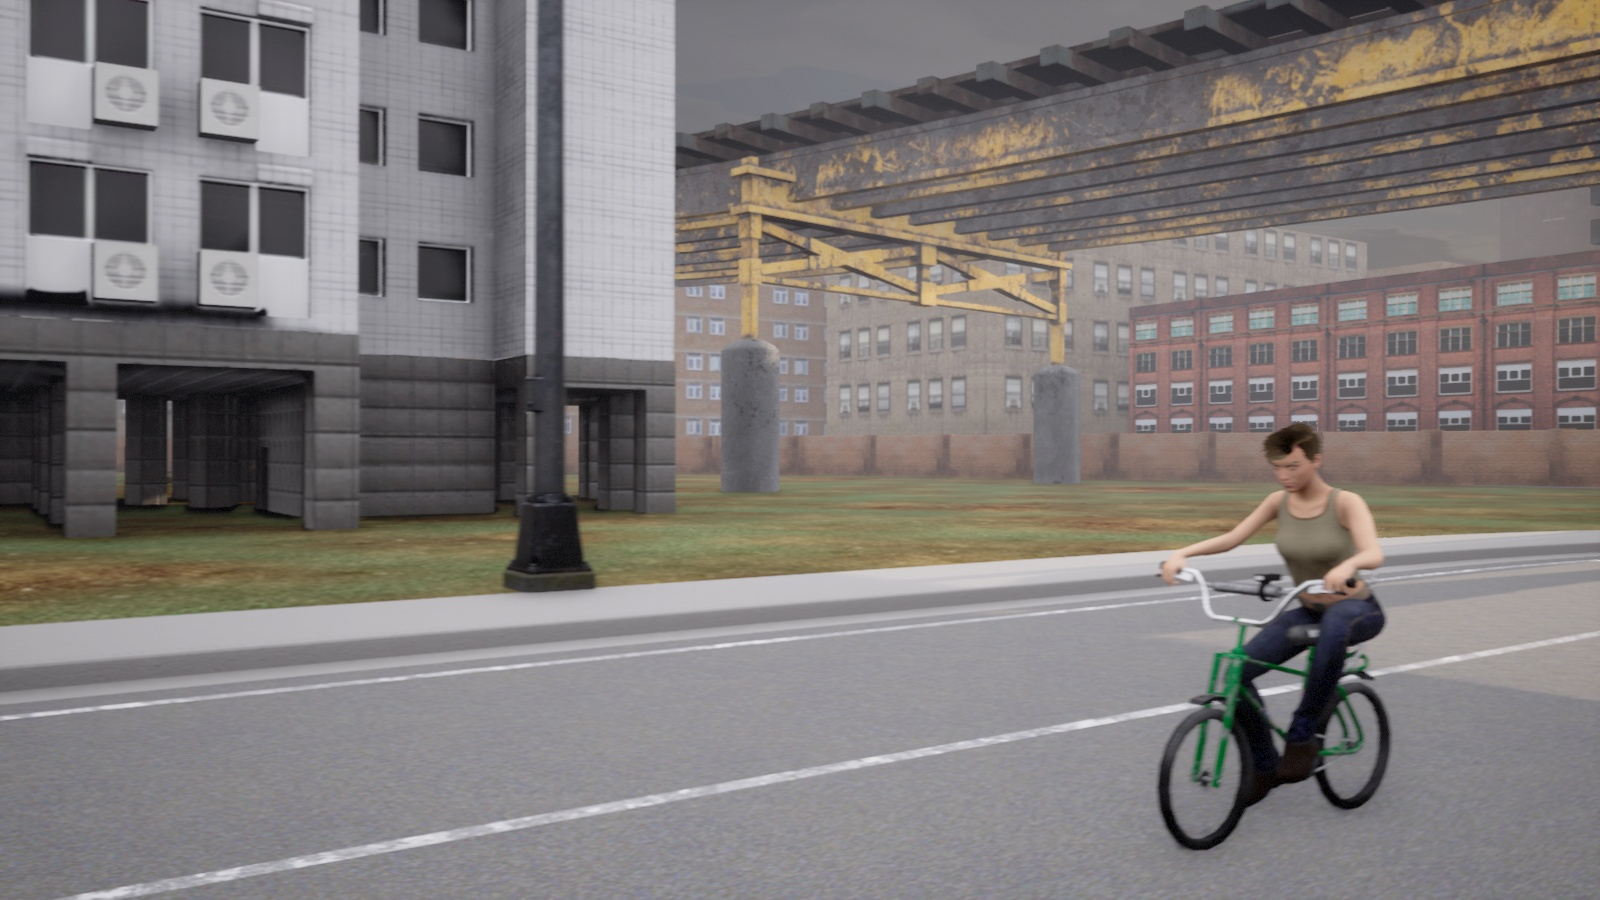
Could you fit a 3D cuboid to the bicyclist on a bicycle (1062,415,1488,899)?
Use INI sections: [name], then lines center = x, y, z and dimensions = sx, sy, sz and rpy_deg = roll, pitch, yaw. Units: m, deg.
[bicyclist on a bicycle]
center = 1.892, 0.689, 4.967
dimensions = 1.509, 1.612, 0.866
rpy_deg = 0, 0, -35
